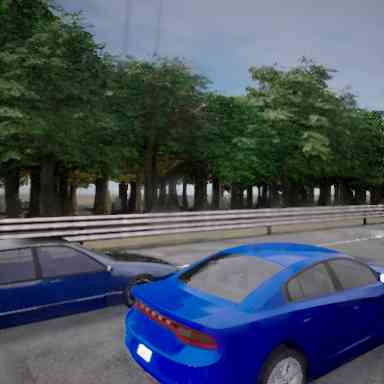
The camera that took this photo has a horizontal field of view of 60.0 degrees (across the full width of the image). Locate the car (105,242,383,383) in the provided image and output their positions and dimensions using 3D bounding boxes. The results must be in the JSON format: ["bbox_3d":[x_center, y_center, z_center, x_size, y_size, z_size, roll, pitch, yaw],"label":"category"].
[{"bbox_3d":[1.530,1.489,4.837,5.008,1.535,1.882,0,0,-35],"label":"car"}]

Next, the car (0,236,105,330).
[{"bbox_3d":[-2.816,1.550,6.037,5.357,1.411,2.033,0,0,-35],"label":"car"}]
